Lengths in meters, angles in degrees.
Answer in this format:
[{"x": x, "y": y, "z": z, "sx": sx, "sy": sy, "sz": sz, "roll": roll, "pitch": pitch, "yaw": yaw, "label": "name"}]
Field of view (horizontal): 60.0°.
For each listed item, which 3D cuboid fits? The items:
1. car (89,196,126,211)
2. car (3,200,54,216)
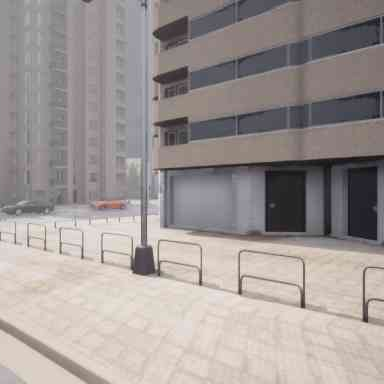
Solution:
[{"x": -10.622, "y": 1.409, "z": 41.738, "sx": 2.097, "sy": 1.767, "sz": 4.553, "roll": 0, "pitch": 0, "yaw": 39, "label": "car"}, {"x": -16.681, "y": 1.560, "z": 34.146, "sx": 1.837, "sy": 1.490, "sz": 4.892, "roll": 0, "pitch": 0, "yaw": 39, "label": "car"}]
